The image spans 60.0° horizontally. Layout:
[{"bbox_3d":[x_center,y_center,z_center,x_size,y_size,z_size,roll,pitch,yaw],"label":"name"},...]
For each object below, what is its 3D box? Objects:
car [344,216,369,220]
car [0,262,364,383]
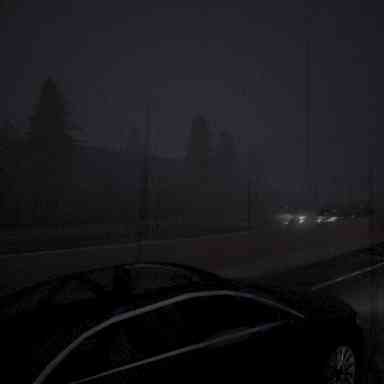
[{"bbox_3d":[13.112,1.622,25.965,1.994,1.385,4.181,0,0,39],"label":"car"},{"bbox_3d":[-0.192,1.497,3.307,4.902,1.511,2.128,0,0,-36],"label":"car"}]
